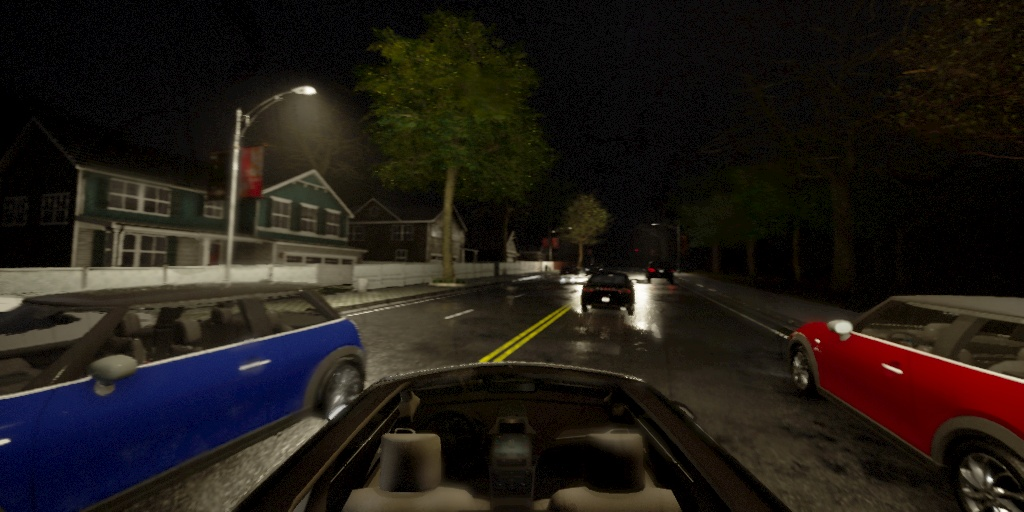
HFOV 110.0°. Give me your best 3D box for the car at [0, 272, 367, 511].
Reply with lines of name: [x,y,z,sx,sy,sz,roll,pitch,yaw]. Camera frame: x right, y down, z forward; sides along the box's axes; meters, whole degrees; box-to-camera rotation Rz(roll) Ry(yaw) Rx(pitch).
car: [-3.522,1.071,3.174,2.097,1.767,4.553,1,-1,19]

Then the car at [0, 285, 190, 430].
car: [-6.745,1.210,3.789,1.812,1.442,4.674,1,-1,19]

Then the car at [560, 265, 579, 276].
car: [7.373,1.841,45.597,1.994,1.385,4.181,1,-1,19]

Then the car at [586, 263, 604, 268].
car: [10.295,1.651,44.088,2.097,1.767,4.553,1,-1,19]

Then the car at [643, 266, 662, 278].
car: [17.497,1.951,44.817,2.033,1.411,5.357,1,-1,19]

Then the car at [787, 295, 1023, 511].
car: [4.820,1.179,3.695,2.097,1.767,4.553,1,-1,19]

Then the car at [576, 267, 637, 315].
car: [4.051,1.399,14.823,1.882,1.535,5.008,1,-1,19]

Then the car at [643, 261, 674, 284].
car: [13.920,1.459,33.939,2.150,2.045,5.566,1,0,18]
